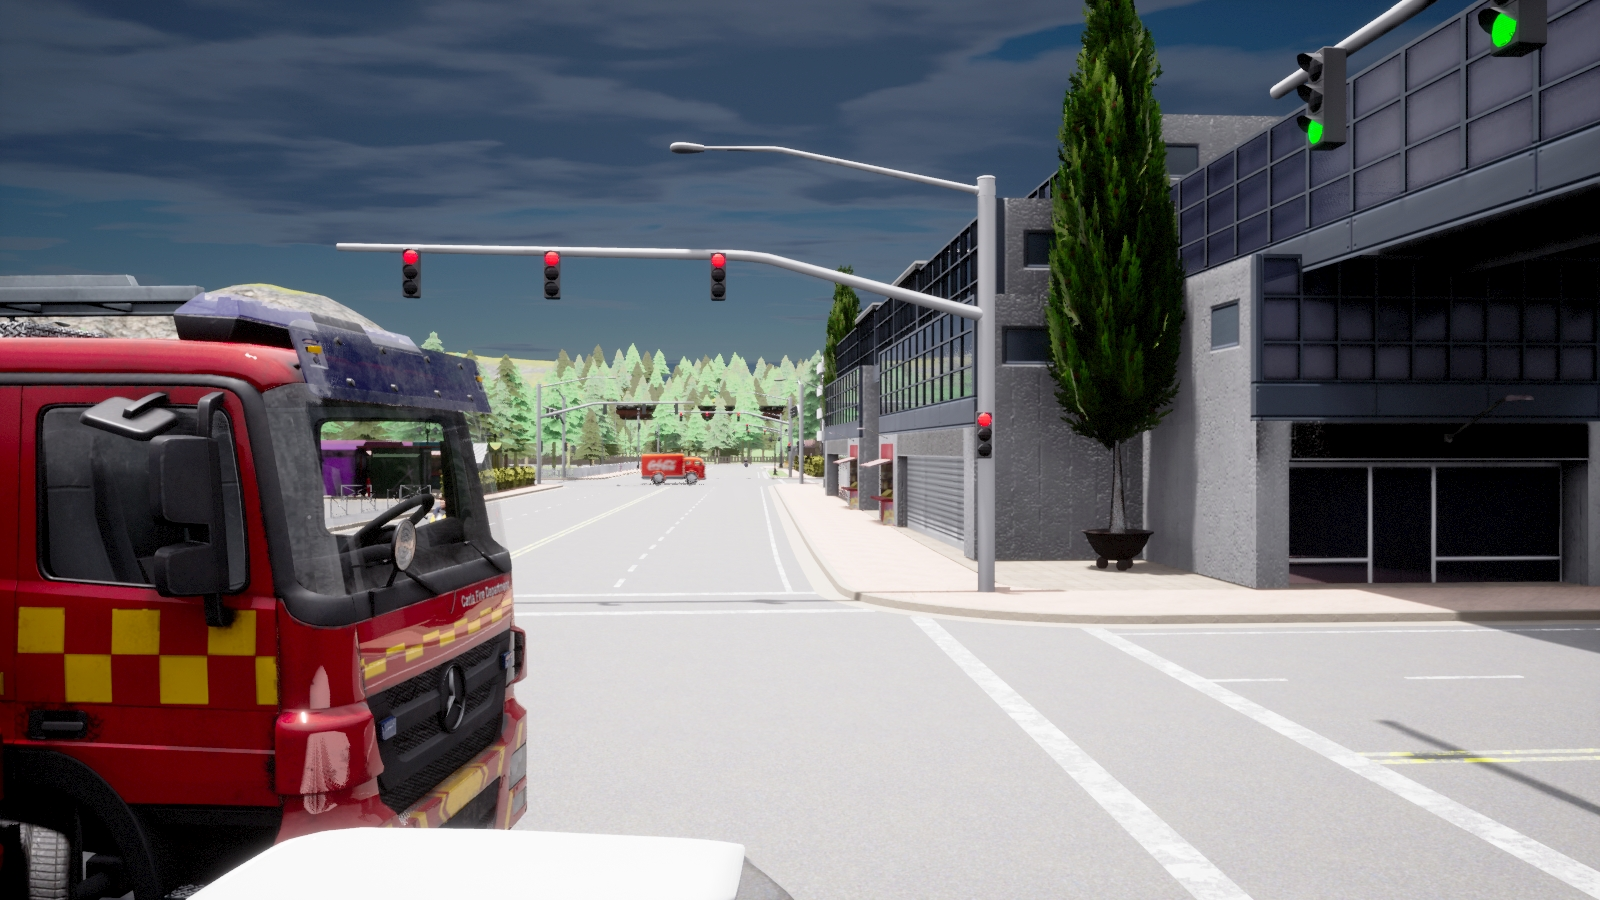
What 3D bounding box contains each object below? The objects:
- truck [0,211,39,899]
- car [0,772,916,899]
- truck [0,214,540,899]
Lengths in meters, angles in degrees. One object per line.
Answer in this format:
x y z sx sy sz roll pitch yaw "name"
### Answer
-7.587 0.890 3.490 8.468 3.827 2.891 0 0 -3 "truck"
-1.549 2.065 3.579 3.806 1.475 1.970 0 0 5 "car"
-6.102 0.890 6.659 8.468 3.827 2.891 0 0 4 "truck"
